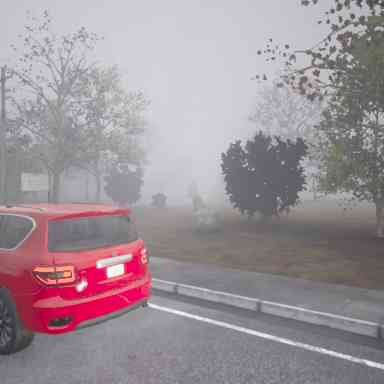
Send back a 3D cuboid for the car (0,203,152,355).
[{"bbox_3d":[-3.281,1.221,6.321,5.566,2.045,2.150,0,0,35],"label":"car"}]
